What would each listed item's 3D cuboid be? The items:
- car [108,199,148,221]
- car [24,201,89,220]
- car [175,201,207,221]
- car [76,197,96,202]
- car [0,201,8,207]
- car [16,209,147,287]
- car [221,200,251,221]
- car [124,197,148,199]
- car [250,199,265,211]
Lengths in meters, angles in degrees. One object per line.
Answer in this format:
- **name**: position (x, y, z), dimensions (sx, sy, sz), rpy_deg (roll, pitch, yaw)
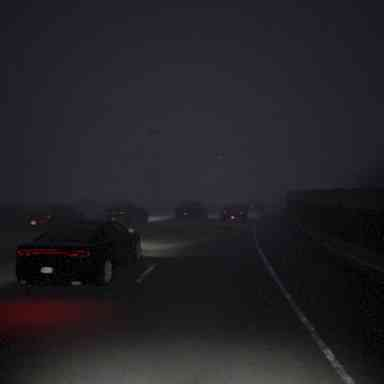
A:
- **car**: position (-4.462, 1.496, 22.907), dimensions (2.128, 1.511, 4.902), rpy_deg (0, 0, 10)
- **car**: position (-8.419, 1.524, 20.683), dimensions (1.812, 1.442, 4.674), rpy_deg (0, 0, 9)
- **car**: position (0.026, 1.490, 27.353), dimensions (1.882, 1.535, 5.008), rpy_deg (0, 0, 13)
- **car**: position (-15.825, 1.526, 48.688), dimensions (1.812, 1.442, 4.674), rpy_deg (0, 0, 20)
- **car**: position (-22.876, 1.551, 37.507), dimensions (1.994, 1.385, 4.181), rpy_deg (0, 0, 15)
- **car**: position (-2.817, 1.478, 9.398), dimensions (1.882, 1.535, 5.008), rpy_deg (0, 0, 5)
- **car**: position (3.570, 1.617, 27.244), dimensions (1.895, 1.301, 4.718), rpy_deg (0, 0, 13)
- **car**: position (-8.882, 1.561, 57.297), dimensions (2.033, 1.411, 5.357), rpy_deg (0, 0, 21)
- **car**: position (8.085, 1.555, 42.319), dimensions (1.812, 1.442, 4.674), rpy_deg (0, 0, 20)
